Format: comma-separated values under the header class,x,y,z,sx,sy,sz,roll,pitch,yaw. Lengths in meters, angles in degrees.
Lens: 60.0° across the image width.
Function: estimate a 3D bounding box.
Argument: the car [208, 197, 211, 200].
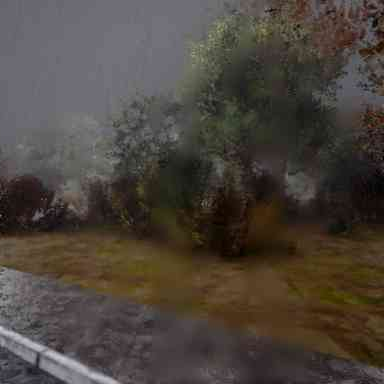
class,x,y,z,sx,sy,sz,roll,pitch,yaw
car,3.940,1.517,58.452,1.812,1.442,4.674,0,0,32
